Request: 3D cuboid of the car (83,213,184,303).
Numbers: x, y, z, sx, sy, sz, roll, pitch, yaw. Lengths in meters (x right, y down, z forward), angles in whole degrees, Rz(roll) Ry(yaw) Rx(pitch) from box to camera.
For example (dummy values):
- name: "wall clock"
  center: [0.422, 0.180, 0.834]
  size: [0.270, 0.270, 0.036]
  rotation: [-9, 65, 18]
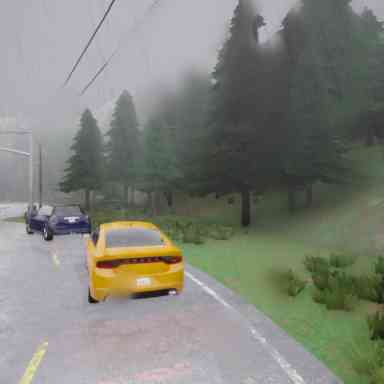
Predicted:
- name: "car"
  center: [-1.665, 1.478, 8.400]
  size: [1.882, 1.535, 5.008]
  rotation: [0, 0, -18]

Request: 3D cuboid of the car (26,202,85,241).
- name: "car"
  center: [-6.928, 1.352, 17.052]
  size: [2.097, 1.767, 4.553]
  rotation: [0, 0, -40]
